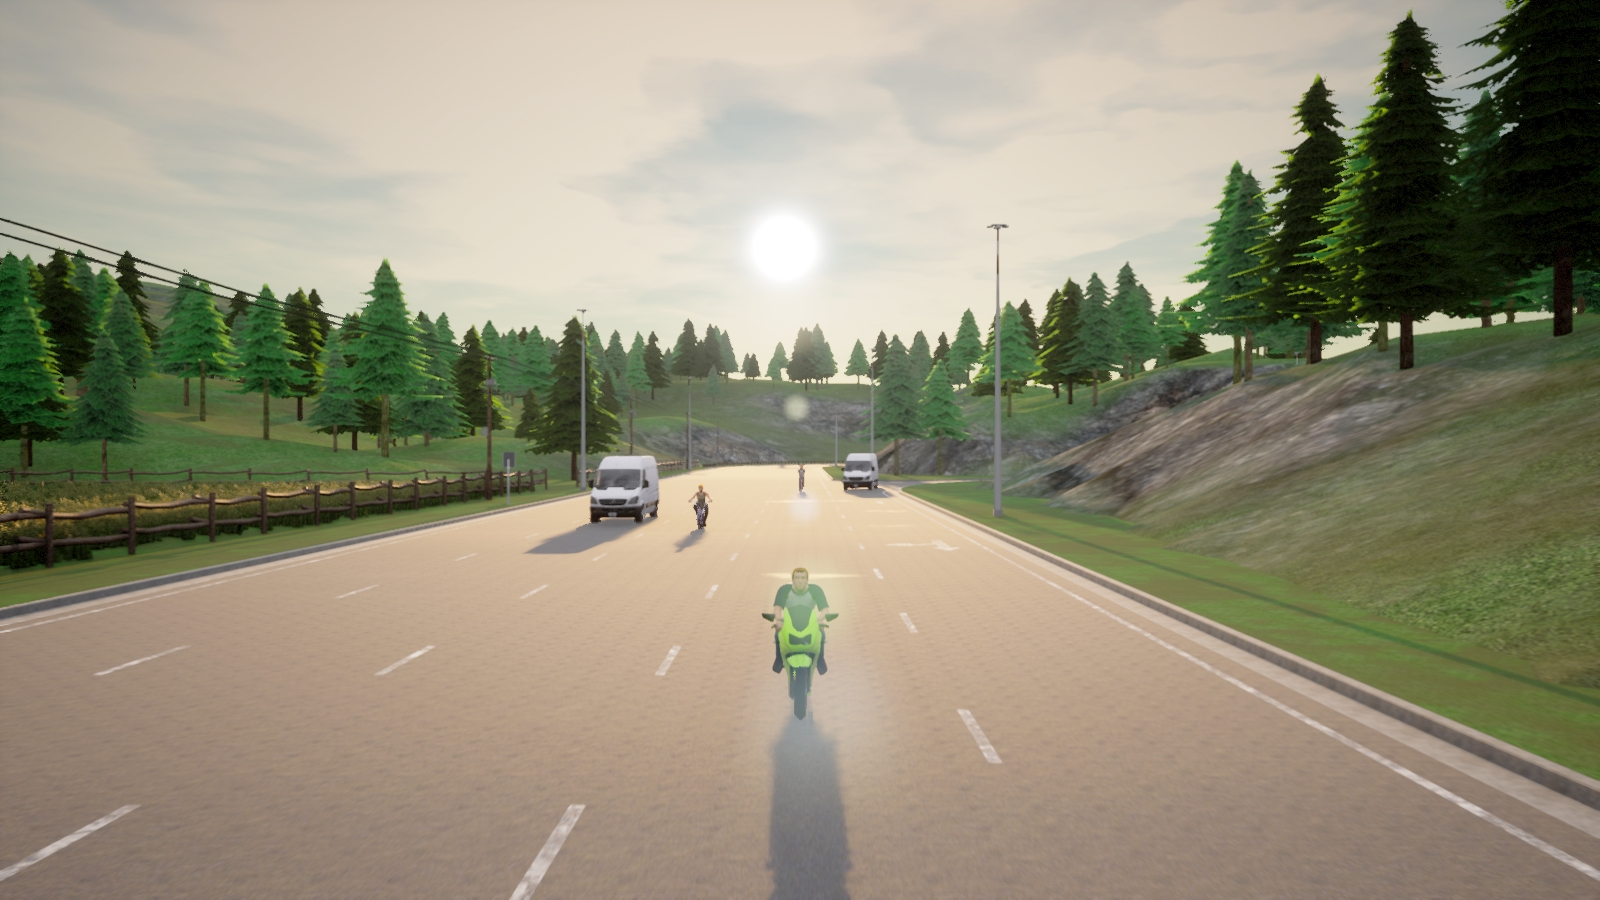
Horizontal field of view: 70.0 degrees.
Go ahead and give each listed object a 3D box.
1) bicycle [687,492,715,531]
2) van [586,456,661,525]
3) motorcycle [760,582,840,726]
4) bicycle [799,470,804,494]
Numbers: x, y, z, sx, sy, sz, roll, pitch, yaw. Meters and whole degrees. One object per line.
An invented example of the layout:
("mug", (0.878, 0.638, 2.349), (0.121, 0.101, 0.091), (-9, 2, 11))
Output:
("bicycle", (-3.457, 2.145, 39.887), (0.859, 1.277, 1.487), (0, 0, 0))
("van", (-6.914, 1.521, 45.327), (1.988, 2.561, 5.915), (0, 0, 1))
("motorcycle", (0.002, 2.181, 12.568), (0.803, 1.199, 2.033), (0, 0, 0))
("bicycle", (0.101, 2.034, 73.517), (0.373, 1.496, 1.643), (0, 0, 0))
